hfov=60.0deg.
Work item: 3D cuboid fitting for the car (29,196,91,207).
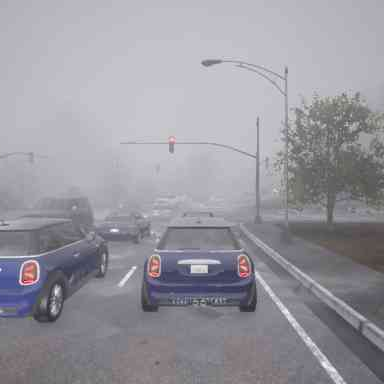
[{"bbox_3d":[-6.866,1.254,17.271,2.150,2.045,5.566,0,0,2],"label":"car"}]

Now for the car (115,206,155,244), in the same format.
[{"bbox_3d":[-3.200,1.593,16.004,1.994,1.385,4.181,0,0,2],"label":"car"}]

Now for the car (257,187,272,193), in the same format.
[{"bbox_3d":[19.799,-0.524,90.386,2.128,1.511,4.902,0,3,38],"label":"car"}]

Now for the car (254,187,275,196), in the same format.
[{"bbox_3d":[17.659,0.140,80.965,2.128,1.511,4.902,0,3,33],"label":"car"}]

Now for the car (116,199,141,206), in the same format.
[{"bbox_3d":[-8.022,1.587,42.089,2.128,1.511,4.902,0,0,11],"label":"car"}]

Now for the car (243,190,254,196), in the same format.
[{"bbox_3d":[14.130,0.204,81.901,1.812,1.442,4.674,0,3,33],"label":"car"}]

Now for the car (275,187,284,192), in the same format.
[{"bbox_3d":[23.399,-0.601,89.366,1.882,1.535,5.008,0,3,38],"label":"car"}]

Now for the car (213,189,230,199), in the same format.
[{"bbox_3d":[6.236,0.807,74.810,1.812,1.442,4.674,0,3,26],"label":"car"}]

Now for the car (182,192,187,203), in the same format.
[{"bbox_3d":[-2.731,1.134,62.507,2.150,2.045,5.566,0,2,20],"label":"car"}]

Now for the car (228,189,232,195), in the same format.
[{"bbox_3d":[8.555,-0.012,86.199,2.097,1.767,4.553,0,3,30],"label":"car"}]

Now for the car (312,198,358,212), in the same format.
[{"bbox_3d":[16.433,1.531,38.418,4.892,1.490,1.837,-1,0,4],"label":"car"}]

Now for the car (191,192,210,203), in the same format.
[{"bbox_3d":[1.747,1.025,64.550,2.150,2.045,5.566,0,2,22],"label":"car"}]

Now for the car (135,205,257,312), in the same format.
[{"bbox_3d":[0.139,1.361,7.896,2.097,1.767,4.553,0,0,0],"label":"car"}]

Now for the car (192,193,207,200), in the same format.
[{"bbox_3d":[1.706,1.008,73.466,1.994,1.385,4.181,0,3,23],"label":"car"}]

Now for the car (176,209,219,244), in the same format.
[{"bbox_3d":[0.325,1.632,16.927,1.895,1.301,4.718,0,0,2],"label":"car"}]

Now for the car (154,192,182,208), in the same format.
[{"bbox_3d":[-3.562,1.329,46.652,2.150,2.045,5.566,0,0,13],"label":"car"}]

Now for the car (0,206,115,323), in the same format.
[{"bbox_3d":[-3.365,1.361,7.392,2.097,1.767,4.553,0,0,0],"label":"car"}]
